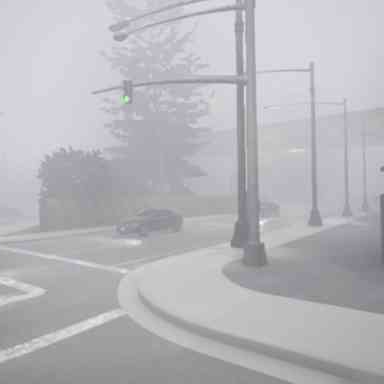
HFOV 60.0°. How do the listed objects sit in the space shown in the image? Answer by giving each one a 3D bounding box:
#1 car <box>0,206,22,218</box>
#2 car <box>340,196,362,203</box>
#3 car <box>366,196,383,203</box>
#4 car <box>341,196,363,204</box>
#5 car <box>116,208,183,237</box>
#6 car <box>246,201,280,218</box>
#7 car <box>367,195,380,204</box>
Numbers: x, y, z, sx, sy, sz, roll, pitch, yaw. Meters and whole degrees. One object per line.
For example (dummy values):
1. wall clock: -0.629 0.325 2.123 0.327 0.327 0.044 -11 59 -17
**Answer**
1. car: -21.987 2.264 38.425 2.033 1.411 5.357 -1 -1 5
2. car: 32.409 1.482 67.694 4.536 1.218 1.853 -1 -1 -29
3. car: 35.565 1.402 65.027 1.853 1.218 4.536 -1 -1 16
4. car: 32.367 1.640 67.666 4.974 1.542 2.038 -1 -1 -29
5. car: -2.351 1.712 19.685 1.812 1.442 4.674 -1 -1 36
6. car: 7.001 1.664 32.616 1.882 1.535 5.008 -1 -1 36
7. car: 35.553 1.559 64.975 2.038 1.542 4.974 -1 -1 16
